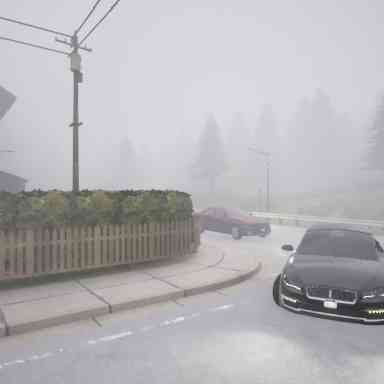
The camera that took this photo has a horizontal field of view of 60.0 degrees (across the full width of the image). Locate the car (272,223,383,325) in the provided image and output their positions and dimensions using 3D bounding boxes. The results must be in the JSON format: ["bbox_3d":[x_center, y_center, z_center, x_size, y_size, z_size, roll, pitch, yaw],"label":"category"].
[{"bbox_3d":[3.240,1.504,7.356,1.837,1.490,4.892,0,0,27],"label":"car"}]

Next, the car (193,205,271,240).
[{"bbox_3d":[1.941,1.477,17.492,1.882,1.535,5.008,0,0,-33],"label":"car"}]
